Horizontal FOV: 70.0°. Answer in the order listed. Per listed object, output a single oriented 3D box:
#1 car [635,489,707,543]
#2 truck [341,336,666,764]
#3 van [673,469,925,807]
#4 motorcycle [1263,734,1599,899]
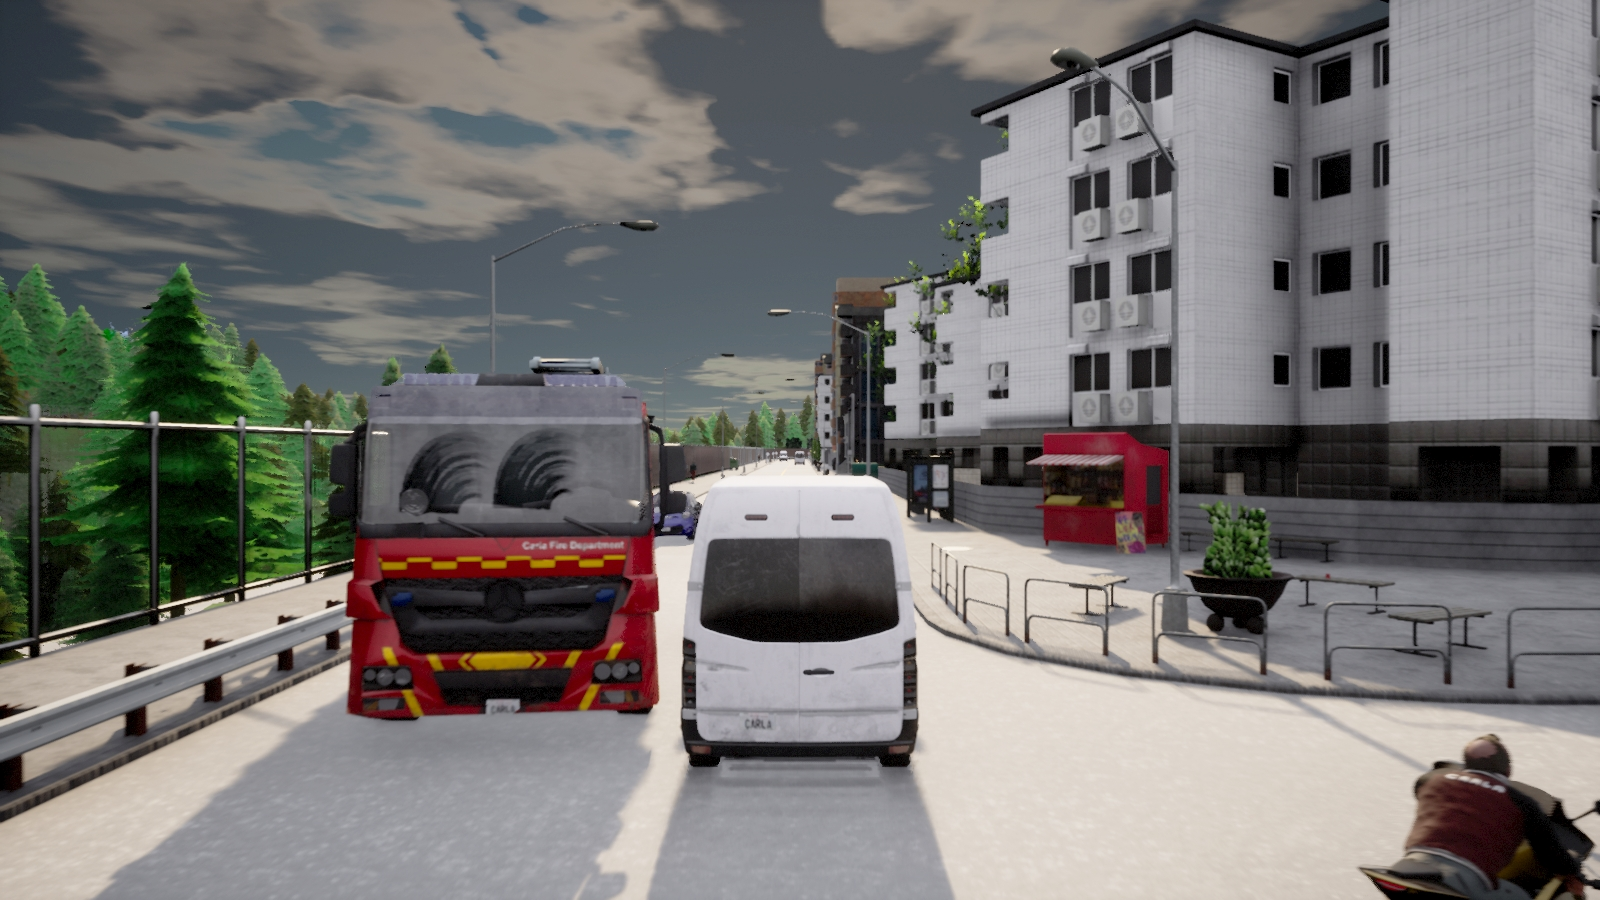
[{"bbox_3d":[-4.012,2.042,35.972,1.845,1.501,3.633,0,0,0],"label":"car"},{"bbox_3d":[-3.274,0.892,14.609,2.891,3.827,8.468,0,0,-8],"label":"truck"},{"bbox_3d":[-0.009,1.536,11.972,1.988,2.561,5.915,0,0,0],"label":"van"},{"bbox_3d":[3.050,2.206,5.228,2.209,1.251,0.867,0,3,-42],"label":"motorcycle"}]
